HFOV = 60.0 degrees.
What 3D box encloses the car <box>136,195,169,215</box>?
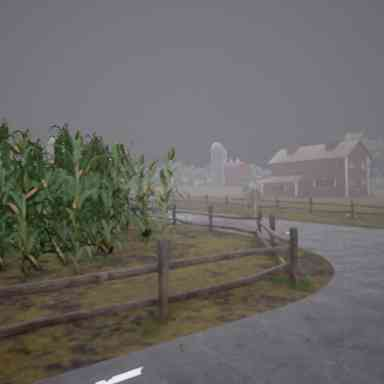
[{"bbox_3d":[-3.905,1.055,29.361,2.097,1.767,4.553,-2,2,-35],"label":"car"}]
